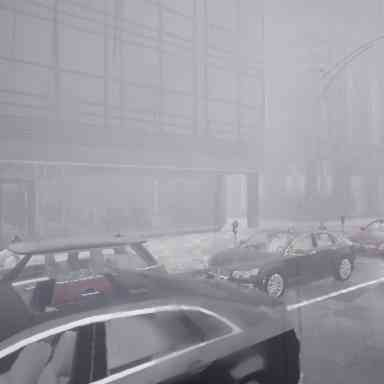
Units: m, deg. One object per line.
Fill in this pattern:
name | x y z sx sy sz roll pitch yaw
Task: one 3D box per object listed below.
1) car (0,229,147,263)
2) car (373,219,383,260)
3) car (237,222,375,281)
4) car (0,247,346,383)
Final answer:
car | -2.298 1.440 4.901 4.097 1.590 1.967 0 0 -35
car | 6.913 1.580 11.441 4.206 1.307 1.802 0 0 -35
car | 2.308 1.550 8.171 4.403 1.369 2.008 0 0 -35
car | -1.217 1.491 2.512 4.902 1.511 2.128 0 0 -35
